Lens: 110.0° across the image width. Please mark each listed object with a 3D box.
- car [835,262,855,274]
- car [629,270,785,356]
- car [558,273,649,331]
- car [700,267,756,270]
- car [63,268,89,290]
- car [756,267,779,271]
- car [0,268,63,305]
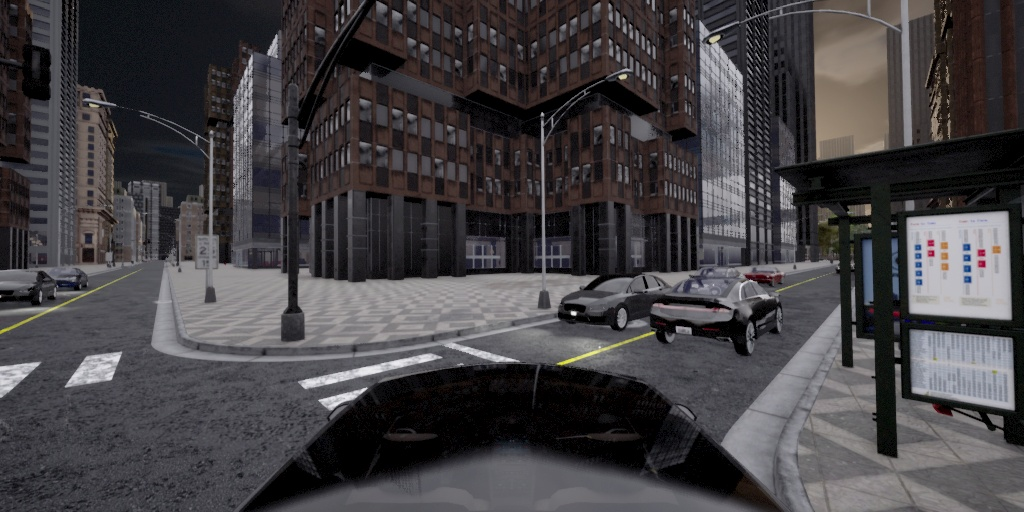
[{"bbox_3d":[37.459,1.350,39.944,4.718,1.301,1.895,0,-1,-44],"label":"car"},{"bbox_3d":[5.121,1.251,8.753,4.902,1.511,2.128,0,-1,-44],"label":"car"},{"bbox_3d":[3.477,1.320,11.436,4.892,1.490,1.837,0,-1,-42],"label":"car"},{"bbox_3d":[10.261,1.305,18.047,4.902,1.511,2.128,0,-1,-44],"label":"car"},{"bbox_3d":[-29.624,1.495,23.690,2.033,1.411,5.357,0,-1,-44],"label":"car"},{"bbox_3d":[17.438,1.413,24.987,4.718,1.301,1.895,0,-1,-44],"label":"car"},{"bbox_3d":[-22.362,1.399,16.171,1.837,1.490,4.892,0,-1,-44],"label":"car"}]
